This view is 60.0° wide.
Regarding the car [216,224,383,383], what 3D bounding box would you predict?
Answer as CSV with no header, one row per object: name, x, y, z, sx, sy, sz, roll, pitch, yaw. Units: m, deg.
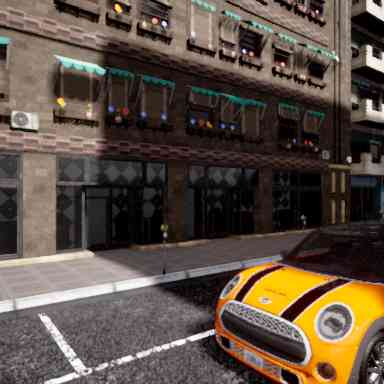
car,2.544,1.351,5.181,4.553,1.767,2.097,0,0,-35

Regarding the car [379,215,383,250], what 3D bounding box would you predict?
car,9.588,1.562,13.357,4.313,1.339,1.947,0,0,-35
